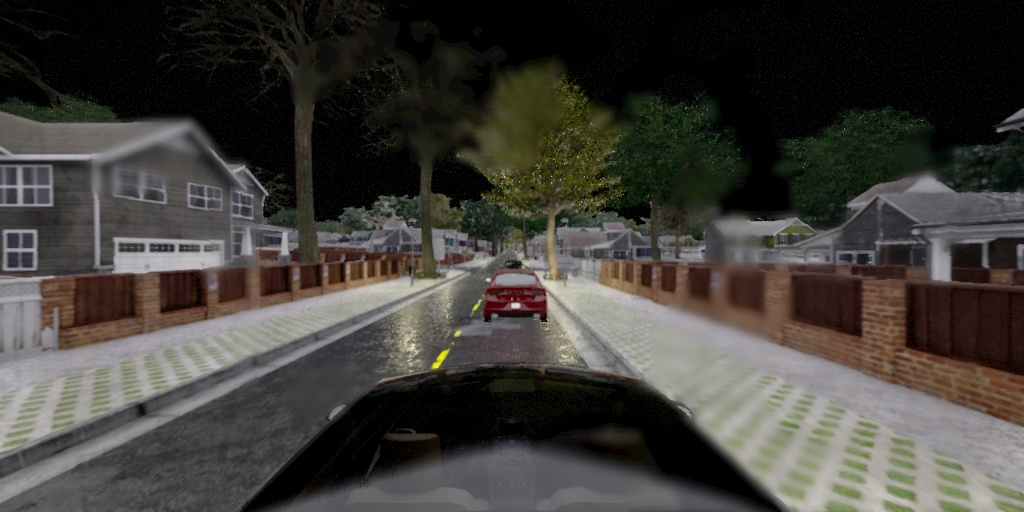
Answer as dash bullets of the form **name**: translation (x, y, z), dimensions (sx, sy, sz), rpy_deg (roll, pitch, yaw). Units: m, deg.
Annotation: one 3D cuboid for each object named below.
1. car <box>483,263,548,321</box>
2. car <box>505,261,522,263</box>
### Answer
- **car**: translation (0.109, 1.179, 12.216), dimensions (1.882, 1.535, 5.008), rpy_deg (0, 0, 0)
- **car**: translation (0.121, 1.091, 28.143), dimensions (1.837, 1.490, 4.892), rpy_deg (0, 0, 0)
